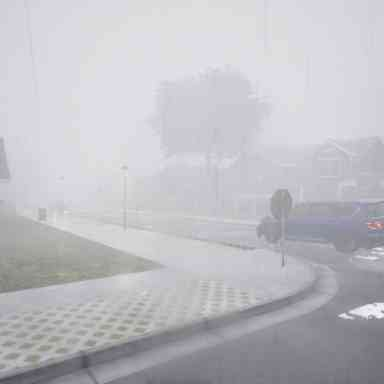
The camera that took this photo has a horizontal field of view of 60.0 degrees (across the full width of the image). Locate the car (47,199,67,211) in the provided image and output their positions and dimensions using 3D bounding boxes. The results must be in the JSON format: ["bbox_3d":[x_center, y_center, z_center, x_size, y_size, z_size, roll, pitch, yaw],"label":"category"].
[{"bbox_3d":[-18.994,1.809,46.680,1.837,1.490,4.892,0,0,-35],"label":"car"}]

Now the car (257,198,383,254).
[{"bbox_3d":[5.371,1.312,13.966,2.150,2.045,5.566,-5,3,-40],"label":"car"}]
